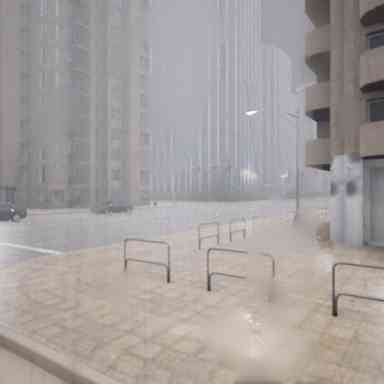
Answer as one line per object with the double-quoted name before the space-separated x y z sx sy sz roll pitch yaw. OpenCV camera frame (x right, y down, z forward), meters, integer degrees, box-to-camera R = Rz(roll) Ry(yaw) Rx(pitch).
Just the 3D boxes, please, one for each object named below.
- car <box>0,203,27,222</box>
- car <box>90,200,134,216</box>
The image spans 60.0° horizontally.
"car" -14.882 1.570 24.710 1.837 1.490 4.892 0 0 36
"car" -8.181 1.571 34.351 1.837 1.490 4.892 0 0 35
